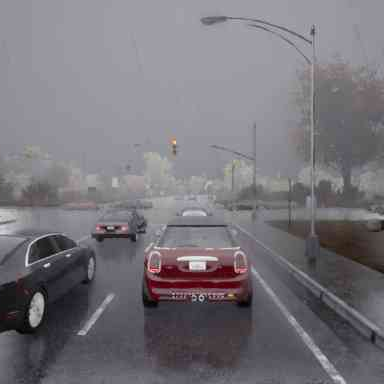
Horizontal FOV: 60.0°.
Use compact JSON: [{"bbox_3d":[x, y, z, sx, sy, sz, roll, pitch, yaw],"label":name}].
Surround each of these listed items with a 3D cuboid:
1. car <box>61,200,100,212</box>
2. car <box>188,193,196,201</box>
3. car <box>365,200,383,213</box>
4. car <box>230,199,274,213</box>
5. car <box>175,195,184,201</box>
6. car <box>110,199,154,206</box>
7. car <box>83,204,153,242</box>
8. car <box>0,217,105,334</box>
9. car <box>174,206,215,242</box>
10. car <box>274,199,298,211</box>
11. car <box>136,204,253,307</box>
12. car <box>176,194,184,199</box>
[{"bbox_3d":[-12.714,1.564,38.040,4.181,1.385,1.994,0,0,3],"label":"car"},{"bbox_3d":[0.074,1.518,85.425,1.812,1.442,4.674,0,0,0],"label":"car"},{"bbox_3d":[21.148,1.557,36.117,4.181,1.385,1.994,0,0,3],"label":"car"},{"bbox_3d":[6.173,1.506,36.956,4.892,1.490,1.837,0,0,3],"label":"car"},{"bbox_3d":[-3.426,1.545,85.394,1.994,1.385,4.181,0,0,0],"label":"car"},{"bbox_3d":[-7.497,1.547,41.246,5.357,1.411,2.033,0,0,3],"label":"car"},{"bbox_3d":[-3.389,1.547,16.398,2.033,1.411,5.357,0,0,0],"label":"car"},{"bbox_3d":[-3.394,1.505,6.740,1.837,1.490,4.892,0,0,0],"label":"car"},{"bbox_3d":[0.114,1.526,17.193,1.812,1.442,4.674,0,0,0],"label":"car"},{"bbox_3d":[10.583,1.564,40.213,4.181,1.385,1.994,0,0,3],"label":"car"},{"bbox_3d":[0.106,1.352,8.153,2.097,1.767,4.553,0,0,0],"label":"car"},{"bbox_3d":[-3.377,1.403,95.420,1.994,1.385,4.181,0,0,1],"label":"car"}]
